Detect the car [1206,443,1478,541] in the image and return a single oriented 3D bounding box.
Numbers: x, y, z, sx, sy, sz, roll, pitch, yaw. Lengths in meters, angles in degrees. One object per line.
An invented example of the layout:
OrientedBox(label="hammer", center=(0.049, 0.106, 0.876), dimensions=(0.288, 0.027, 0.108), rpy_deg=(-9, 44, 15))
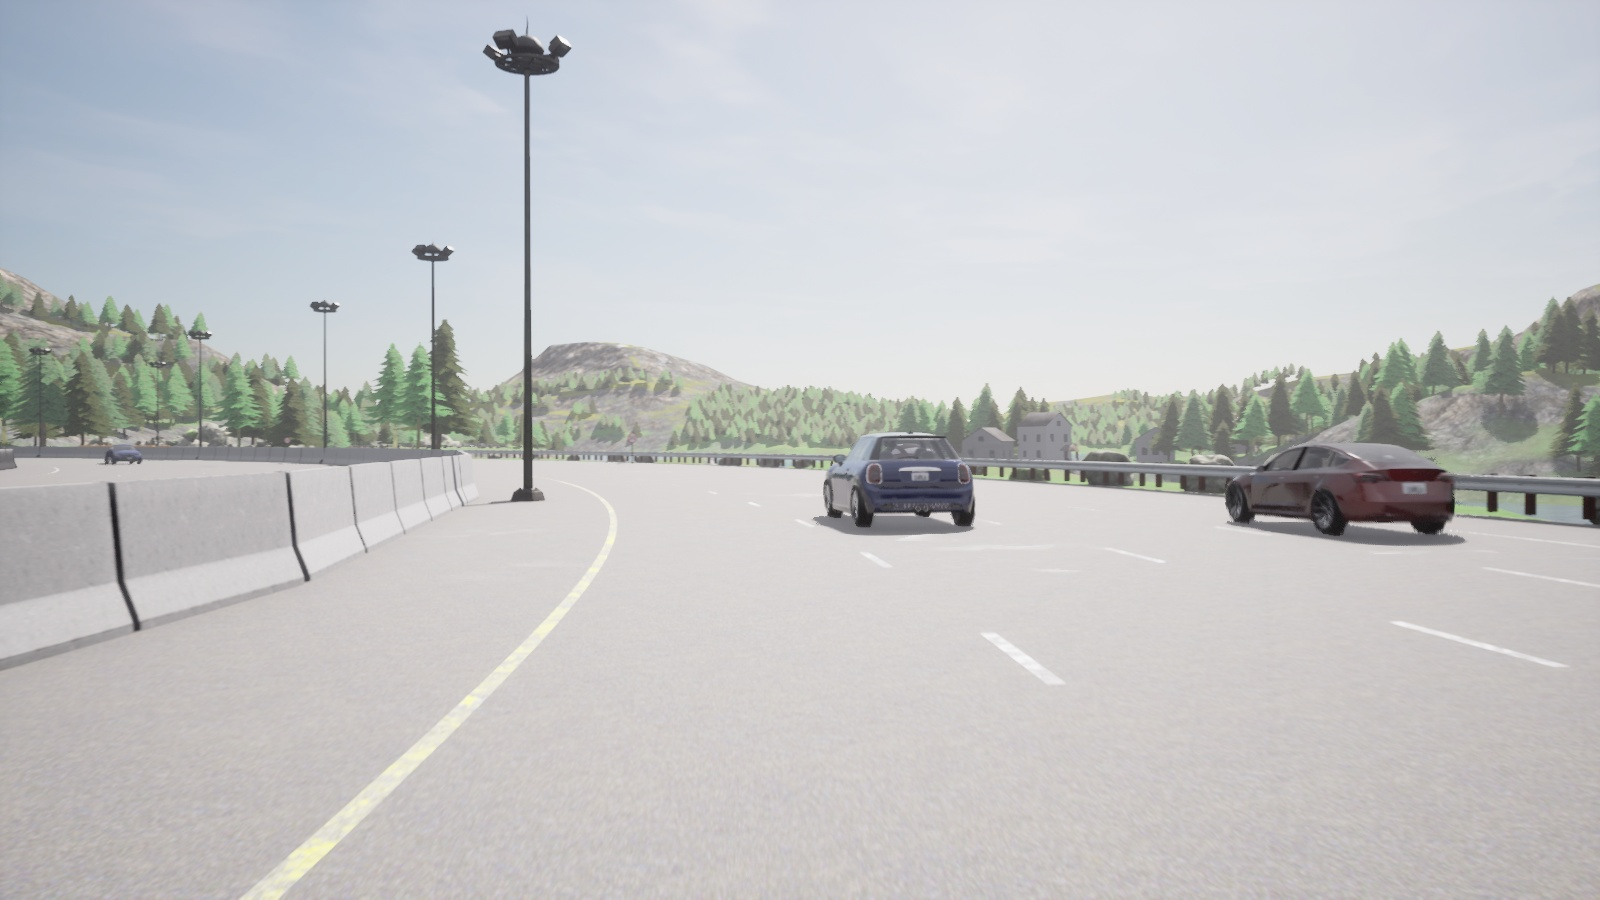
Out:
OrientedBox(label="car", center=(9.122, 0.628, 21.700), dimensions=(2.163, 1.488, 4.792), rpy_deg=(0, 0, -7))

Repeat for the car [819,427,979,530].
OrientedBox(label="car", center=(1.749, 0.471, 23.905), dimensions=(2.097, 1.767, 4.553), rpy_deg=(0, 0, -8))
